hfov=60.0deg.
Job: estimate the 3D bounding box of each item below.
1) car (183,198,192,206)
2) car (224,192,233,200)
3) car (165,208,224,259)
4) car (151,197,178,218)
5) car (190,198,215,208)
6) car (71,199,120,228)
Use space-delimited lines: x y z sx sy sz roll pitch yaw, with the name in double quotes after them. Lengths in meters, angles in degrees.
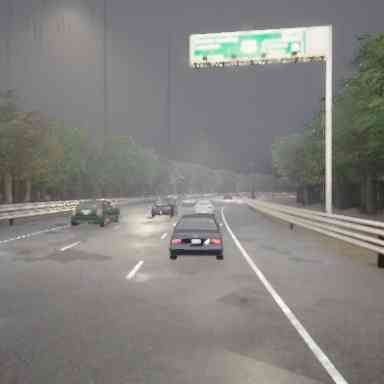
-0.249 1.578 53.316 1.895 1.301 4.718 0 0 7 "car"
10.398 1.149 94.840 2.150 2.045 5.566 0 0 13 "car"
0.200 1.546 12.600 2.033 1.411 5.357 0 0 2 "car"
-2.371 1.478 29.701 2.128 1.511 4.902 0 0 4 "car"
1.154 1.519 31.113 1.812 1.442 4.674 0 0 4 "car"
-6.328 1.328 22.394 2.097 1.767 4.553 1 0 3 "car"
